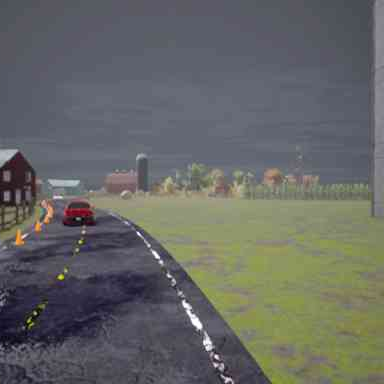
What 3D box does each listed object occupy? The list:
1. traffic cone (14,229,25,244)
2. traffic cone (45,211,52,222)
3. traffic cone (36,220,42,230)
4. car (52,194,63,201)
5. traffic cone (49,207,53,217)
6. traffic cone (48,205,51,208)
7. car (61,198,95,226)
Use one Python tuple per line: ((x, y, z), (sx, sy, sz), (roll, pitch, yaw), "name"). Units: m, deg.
((-7.305, 1.880, 14.074), (0.340, 0.580, 0.340), (0, 0, -15), "traffic cone")
((-10.221, 1.834, 23.464), (0.340, 0.580, 0.340), (0, 0, -19), "traffic cone")
((-8.684, 1.857, 18.794), (0.340, 0.580, 0.340), (0, 0, -17), "traffic cone")
((-28.544, 1.203, 70.805), (1.812, 1.442, 4.674), (0, 0, -24), "car")
((-11.913, 1.812, 28.080), (0.340, 0.580, 0.340), (0, 0, -21), "traffic cone")
((-13.760, 1.791, 32.637), (0.340, 0.580, 0.340), (0, 0, -23), "traffic cone")
((-7.720, 1.357, 22.645), (1.882, 1.535, 5.008), (0, 0, -19), "car")
